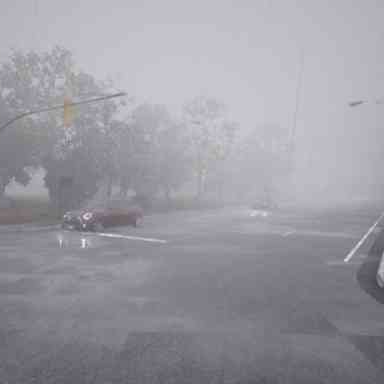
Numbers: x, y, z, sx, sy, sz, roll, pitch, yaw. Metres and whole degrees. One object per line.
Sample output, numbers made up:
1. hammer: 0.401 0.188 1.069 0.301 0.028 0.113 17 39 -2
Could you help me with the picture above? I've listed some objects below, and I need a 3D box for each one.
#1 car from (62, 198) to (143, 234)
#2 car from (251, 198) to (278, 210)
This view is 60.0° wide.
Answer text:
1. car: -4.766 1.167 18.255 2.097 1.767 4.553 1 0 32
2. car: 8.665 1.383 39.532 1.895 1.301 4.718 1 1 32
